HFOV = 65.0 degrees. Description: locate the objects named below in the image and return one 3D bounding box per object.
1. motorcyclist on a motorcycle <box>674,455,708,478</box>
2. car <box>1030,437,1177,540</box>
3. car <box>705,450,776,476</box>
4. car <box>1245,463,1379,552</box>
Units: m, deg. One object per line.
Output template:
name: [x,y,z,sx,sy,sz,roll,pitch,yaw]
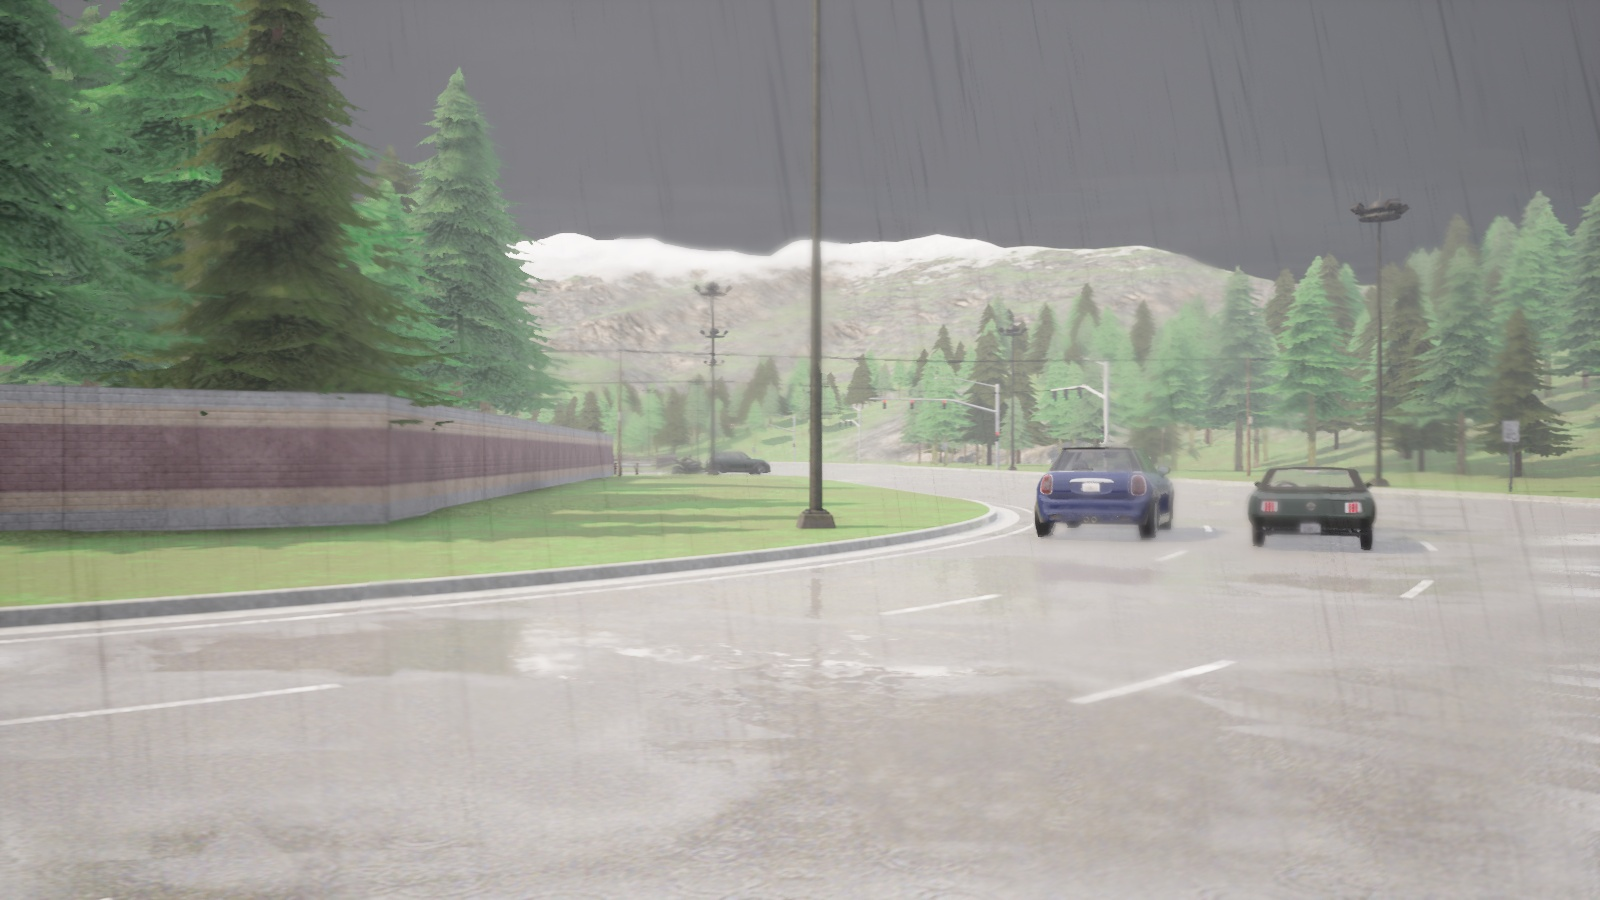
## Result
motorcyclist on a motorcycle: [-7.284,1.071,83.817,2.191,1.530,0.866,0,-1,-11]
car: [5.880,0.665,23.904,2.097,1.767,4.553,0,0,22]
car: [-4.189,0.901,88.500,4.553,1.767,2.097,0,0,-19]
car: [8.765,0.892,21.486,1.895,1.301,4.718,0,0,23]
